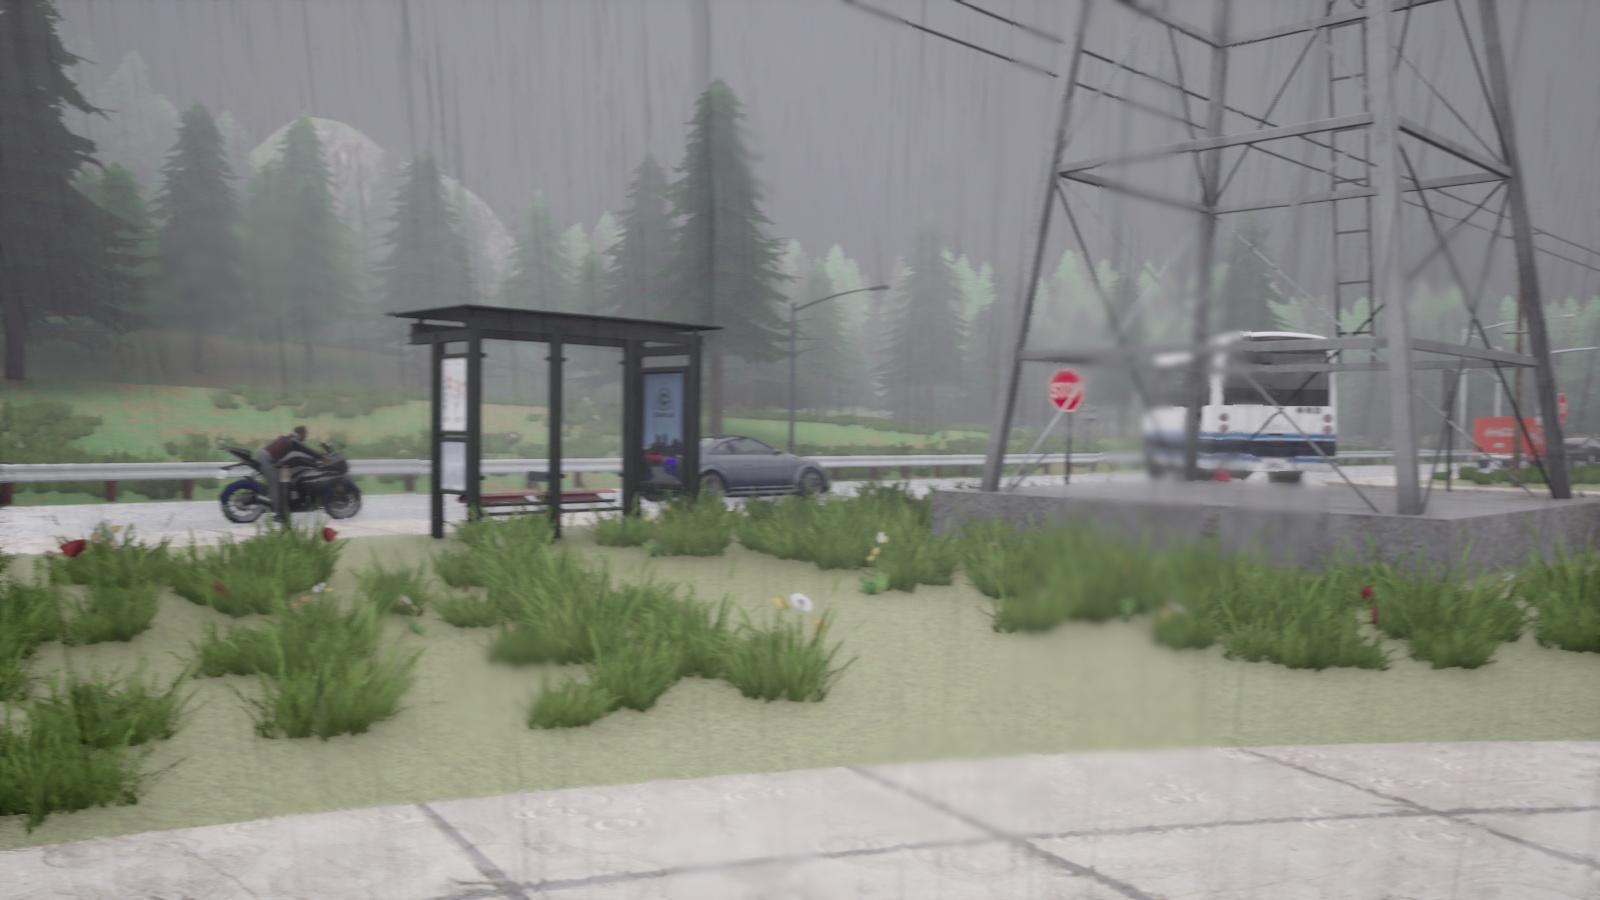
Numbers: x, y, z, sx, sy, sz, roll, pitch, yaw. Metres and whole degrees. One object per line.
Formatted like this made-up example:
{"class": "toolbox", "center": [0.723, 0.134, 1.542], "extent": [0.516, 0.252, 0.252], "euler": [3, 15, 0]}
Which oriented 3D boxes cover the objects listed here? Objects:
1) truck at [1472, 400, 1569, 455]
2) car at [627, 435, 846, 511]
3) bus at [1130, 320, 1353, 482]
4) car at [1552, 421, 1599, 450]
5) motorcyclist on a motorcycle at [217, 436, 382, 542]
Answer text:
{"class": "truck", "center": [34.380, -1.078, 59.843], "extent": [5.204, 2.467, 2.627], "euler": [-2, 1, -44]}
{"class": "car", "center": [-1.242, 0.415, 25.770], "extent": [4.181, 1.385, 1.994], "euler": [-2, 1, -43]}
{"class": "bus", "center": [13.087, -1.388, 38.508], "extent": [3.944, 4.253, 10.273], "euler": [0, 1, 5]}
{"class": "car", "center": [41.952, -0.787, 67.092], "extent": [4.892, 1.490, 1.837], "euler": [-2, 1, -44]}
{"class": "motorcyclist on a motorcycle", "center": [-7.757, 0.558, 19.537], "extent": [2.191, 1.530, 0.866], "euler": [-2, 1, -44]}
